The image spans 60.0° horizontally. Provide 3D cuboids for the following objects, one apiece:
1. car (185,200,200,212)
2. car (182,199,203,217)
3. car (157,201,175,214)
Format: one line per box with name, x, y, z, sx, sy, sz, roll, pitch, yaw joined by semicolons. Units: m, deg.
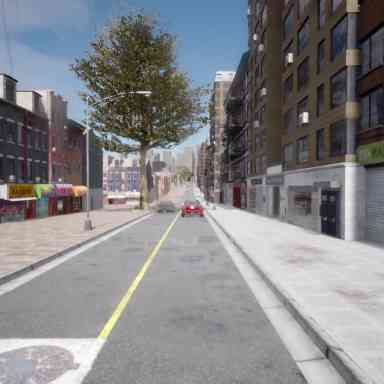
car;0.021;1.791;44.035;1.837;1.490;4.892;0;-1;0
car;0.031;1.515;33.769;2.097;1.767;4.553;0;-1;0
car;-2.922;1.761;38.340;2.033;1.411;5.357;0;-1;0
